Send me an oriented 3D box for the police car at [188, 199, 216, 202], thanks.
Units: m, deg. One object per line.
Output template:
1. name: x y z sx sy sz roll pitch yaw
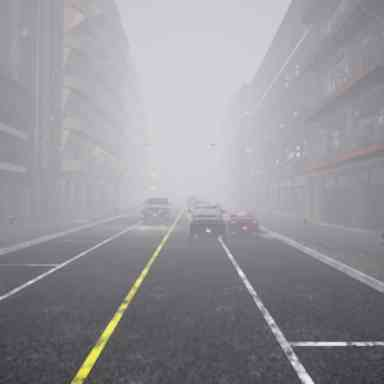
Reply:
1. police car: 0.871 1.614 27.470 1.930 1.638 5.238 0 0 0

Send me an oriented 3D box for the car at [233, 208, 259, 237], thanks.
1. car: 2.616 1.669 18.687 1.887 1.381 4.507 1 0 0

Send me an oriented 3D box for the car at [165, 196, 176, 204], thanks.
1. car: -5.157 1.969 79.598 2.192 1.841 5.009 1 -1 0

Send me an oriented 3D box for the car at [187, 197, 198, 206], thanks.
1. car: 0.116 1.843 68.877 2.097 1.767 4.553 0 -1 0

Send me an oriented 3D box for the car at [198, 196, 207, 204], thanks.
1. car: 2.698 2.024 85.056 2.192 1.841 5.009 1 -1 0

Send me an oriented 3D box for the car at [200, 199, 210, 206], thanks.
1. car: 2.699 2.087 68.461 1.887 1.381 4.507 1 -1 0

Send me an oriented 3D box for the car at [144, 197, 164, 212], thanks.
1. car: -5.212 1.658 46.418 2.192 1.841 5.009 2 0 0

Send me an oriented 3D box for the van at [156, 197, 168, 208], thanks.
1. van: -5.194 1.780 57.476 1.690 1.788 3.998 2 0 0

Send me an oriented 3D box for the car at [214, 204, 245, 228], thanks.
1. car: 2.626 1.691 24.389 1.752 1.417 4.829 1 0 0

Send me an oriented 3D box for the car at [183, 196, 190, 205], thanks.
1. car: 0.091 1.629 53.934 2.150 2.045 5.566 0 0 0

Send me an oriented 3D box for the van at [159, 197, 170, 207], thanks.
1. van: -5.186 1.832 63.008 1.690 1.788 3.998 1 -1 0

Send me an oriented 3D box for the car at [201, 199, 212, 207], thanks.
1. car: 2.690 2.034 62.932 1.887 1.381 4.507 1 -1 0

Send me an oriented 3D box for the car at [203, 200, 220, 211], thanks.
1. car: 2.662 1.892 46.340 2.008 1.369 4.403 1 0 0

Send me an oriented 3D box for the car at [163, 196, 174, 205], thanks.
1. car: -5.166 1.914 74.069 2.192 1.841 5.009 1 -1 0

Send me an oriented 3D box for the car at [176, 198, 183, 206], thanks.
1. car: -2.636 2.039 68.298 1.837 1.490 4.892 0 0 0

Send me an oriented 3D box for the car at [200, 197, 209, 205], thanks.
1. car: 2.718 2.037 73.994 1.967 1.590 4.097 1 -1 0

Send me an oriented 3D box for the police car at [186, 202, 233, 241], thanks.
1. police car: 0.743 1.541 17.468 1.930 1.638 5.238 0 0 0

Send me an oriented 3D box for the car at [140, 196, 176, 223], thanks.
1. car: -2.802 1.414 27.850 2.150 2.045 5.566 0 0 0

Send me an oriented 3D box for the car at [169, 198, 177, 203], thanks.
1. car: -5.145 2.335 90.658 1.947 1.339 4.313 1 -1 0

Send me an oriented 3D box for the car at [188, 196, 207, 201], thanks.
1. car: 0.880 1.586 33.333 2.097 1.767 4.553 0 0 0

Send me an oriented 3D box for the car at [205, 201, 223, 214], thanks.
1. car: 2.653 1.841 40.809 1.887 1.381 4.507 1 0 0

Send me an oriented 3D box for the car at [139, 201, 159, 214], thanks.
1. car: -5.227 1.822 40.715 1.752 1.417 4.829 2 0 0
